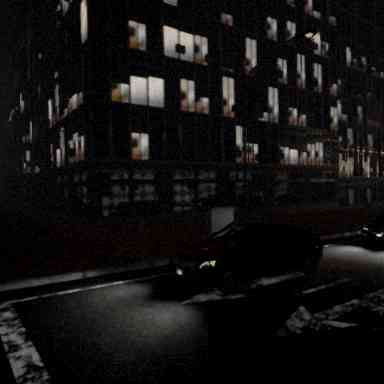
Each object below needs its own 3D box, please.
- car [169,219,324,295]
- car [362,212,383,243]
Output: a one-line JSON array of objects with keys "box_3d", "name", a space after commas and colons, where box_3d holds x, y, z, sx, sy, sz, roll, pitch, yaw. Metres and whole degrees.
[{"box_3d": [1.617, 1.495, 8.817, 4.674, 1.442, 1.812, -1, 0, -36], "name": "car"}, {"box_3d": [9.168, 1.380, 14.191, 4.892, 1.490, 1.837, -1, 0, -35], "name": "car"}]
